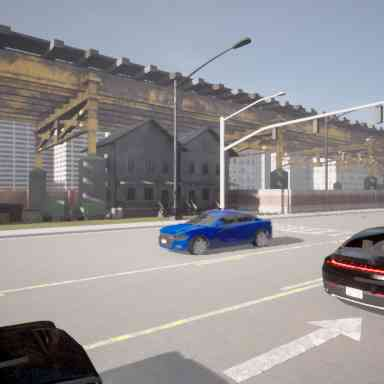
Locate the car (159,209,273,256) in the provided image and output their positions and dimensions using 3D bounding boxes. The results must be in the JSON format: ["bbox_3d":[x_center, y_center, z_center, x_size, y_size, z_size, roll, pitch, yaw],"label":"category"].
[{"bbox_3d":[1.061,1.477,13.254,5.008,1.535,1.882,0,0,-35],"label":"car"}]

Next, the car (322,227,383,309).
[{"bbox_3d":[4.801,1.505,7.184,4.892,1.490,1.837,0,0,-35],"label":"car"}]

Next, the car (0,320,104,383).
[{"bbox_3d":[-2.814,1.601,1.743,4.718,1.301,1.895,0,0,-35],"label":"car"}]
